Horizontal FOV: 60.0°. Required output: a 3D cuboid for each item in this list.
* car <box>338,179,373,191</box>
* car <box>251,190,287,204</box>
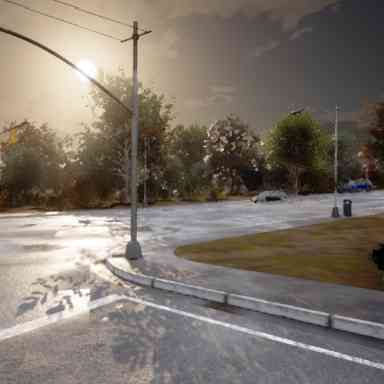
[{"bbox_3d":[23.559,-0.829,47.970,5.566,2.045,2.150,-4,2,-25],"label":"car"},{"bbox_3d":[9.288,0.587,40.076,4.902,1.511,2.128,-3,2,-32],"label":"car"}]
